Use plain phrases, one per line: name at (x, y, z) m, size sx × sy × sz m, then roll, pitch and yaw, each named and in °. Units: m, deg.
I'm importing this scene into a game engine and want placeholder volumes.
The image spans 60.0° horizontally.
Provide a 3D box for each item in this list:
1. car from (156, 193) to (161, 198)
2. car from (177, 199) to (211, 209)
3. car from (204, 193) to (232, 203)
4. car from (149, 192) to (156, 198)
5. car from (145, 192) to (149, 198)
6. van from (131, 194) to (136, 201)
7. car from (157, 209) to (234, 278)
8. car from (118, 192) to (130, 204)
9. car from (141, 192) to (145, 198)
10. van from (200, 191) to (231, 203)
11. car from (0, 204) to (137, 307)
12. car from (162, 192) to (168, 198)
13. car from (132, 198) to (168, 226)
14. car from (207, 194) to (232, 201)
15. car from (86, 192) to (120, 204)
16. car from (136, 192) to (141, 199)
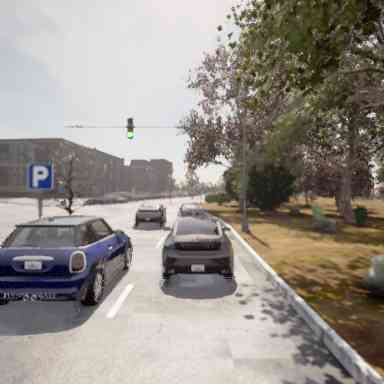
car at (-11.098, 0.908, 80.588) m, size 5.566 × 2.045 × 2.435 m, roll -1°, pitch 0°, yaw -12°
car at (-0.122, 1.505, 25.313) m, size 2.033 × 1.411 × 5.357 m, roll 1°, pitch 1°, yaw -4°
car at (4.595, 1.024, 59.230) m, size 4.553 × 1.767 × 2.185 m, roll 1°, pitch 0°, yaw -14°
car at (-11.545, 1.206, 77.582) m, size 4.674 × 1.452 × 2.002 m, roll -1°, pitch 0°, yaw -12°
car at (-12.353, 1.218, 71.599) m, size 4.674 × 1.452 × 2.002 m, roll -1°, pitch 0°, yaw -13°
van at (-13.316, 0.968, 62.629) m, size 4.442 × 1.987 × 1.878 m, roll -1°, pitch 0°, yaw -14°
car at (0.159, 1.503, 10.117) m, size 1.837 × 1.490 × 4.892 m, roll 0°, pitch 0°, yaw 0°
car at (-13.868, 1.201, 56.637) m, size 5.366 × 1.575 × 1.946 m, roll -1°, pitch 0°, yaw -15°
car at (-12.722, 1.224, 68.597) m, size 4.674 × 1.452 × 2.002 m, roll -1°, pitch 0°, yaw -13°
van at (4.215, 0.930, 56.259) m, size 4.442 × 1.987 × 1.878 m, roll 1°, pitch 0°, yaw -14°
car at (-2.859, 1.350, 8.155) m, size 2.097 × 1.767 × 4.553 m, roll 0°, pitch 0°, yaw 1°
car at (-9.722, 1.141, 89.529) m, size 5.008 × 1.535 × 2.097 m, roll -1°, pitch 0°, yaw -11°
car at (-2.768, 1.449, 22.848) m, size 2.128 × 1.511 × 4.902 m, roll 1°, pitch 1°, yaw -1°
car at (5.637, 1.167, 68.064) m, size 4.674 × 1.452 × 2.002 m, roll 1°, pitch 0°, yaw -13°
car at (-14.510, 1.250, 53.645) m, size 4.792 × 1.488 × 2.163 m, roll -1°, pitch 0°, yaw -15°
car at (-13.091, 1.191, 65.601) m, size 4.892 × 1.521 × 2.231 m, roll -1°, pitch 0°, yaw -14°
